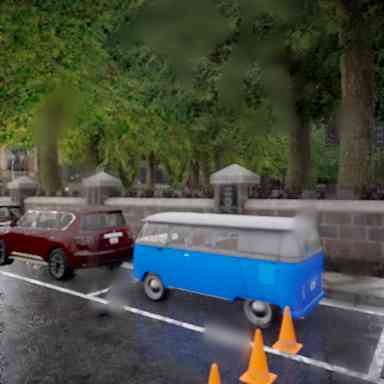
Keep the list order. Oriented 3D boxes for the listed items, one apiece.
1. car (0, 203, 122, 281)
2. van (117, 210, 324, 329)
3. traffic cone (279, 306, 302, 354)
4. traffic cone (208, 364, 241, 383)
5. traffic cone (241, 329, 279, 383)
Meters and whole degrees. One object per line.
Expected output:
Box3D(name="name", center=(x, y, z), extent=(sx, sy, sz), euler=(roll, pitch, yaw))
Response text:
Box3D(name="car", center=(-3.947, 1.327, 9.931), extent=(5.009, 1.841, 2.192), euler=(0, 0, 36))
Box3D(name="van", center=(0.542, 1.346, 6.711), extent=(3.998, 1.788, 1.690), euler=(0, 0, 36))
Box3D(name="traffic cone", center=(1.382, 1.958, 4.830), extent=(0.340, 0.580, 0.340), euler=(0, 0, 36))
Box3D(name="traffic cone", center=(0.216, 1.958, 3.205), extent=(0.340, 0.580, 0.340), euler=(0, 0, 36))
Box3D(name="traffic cone", center=(0.799, 1.958, 4.018), extent=(0.340, 0.580, 0.340), euler=(0, 0, 36))
